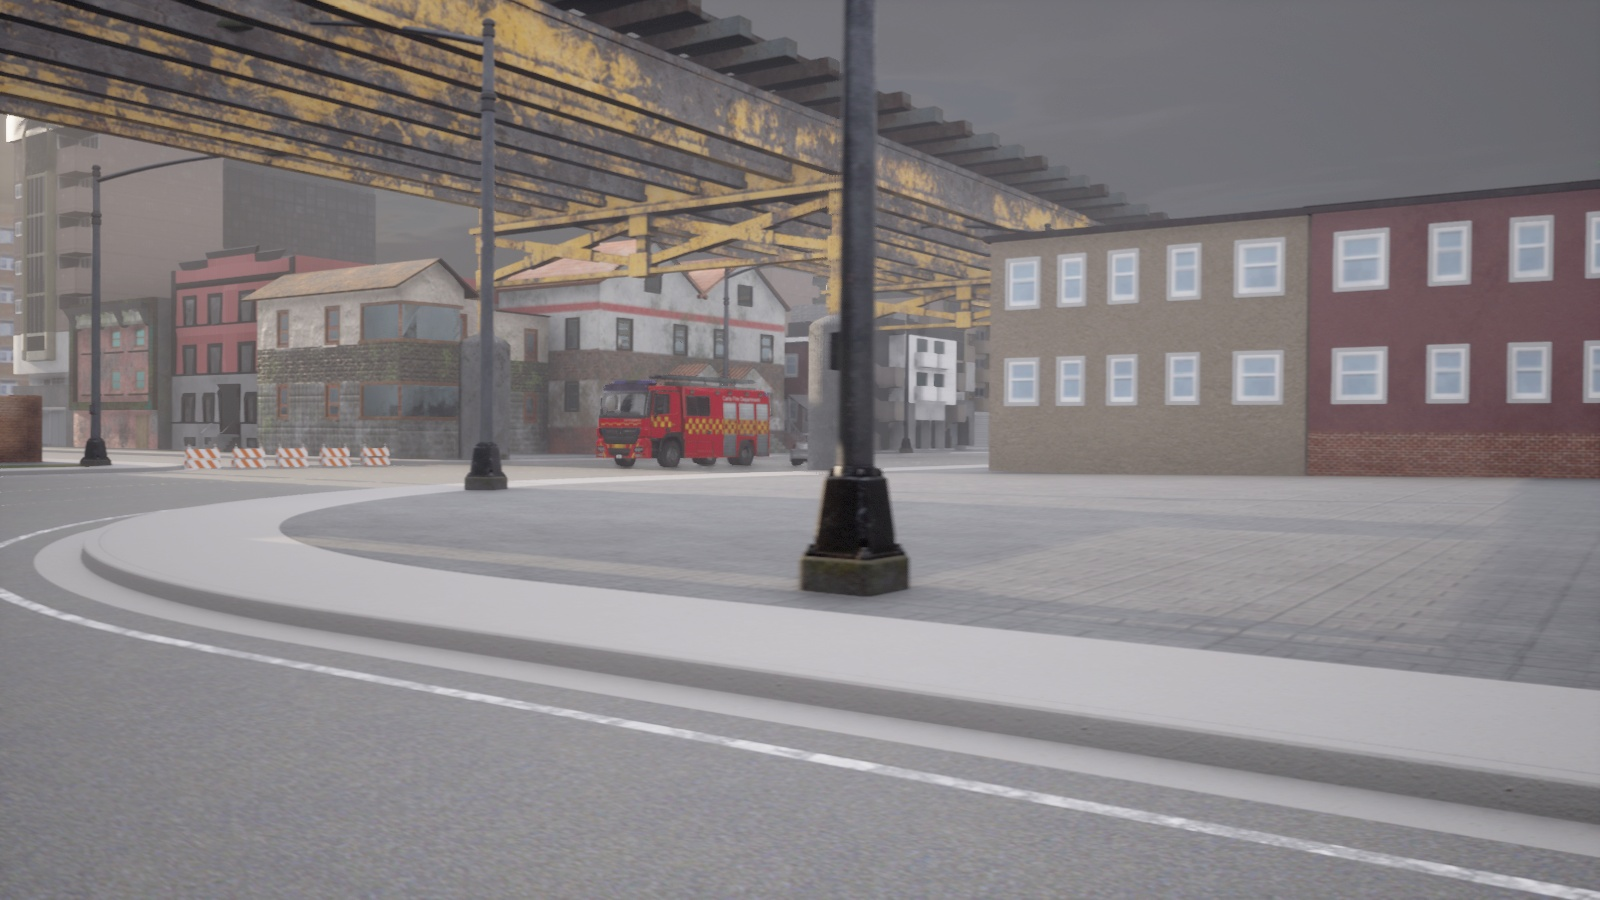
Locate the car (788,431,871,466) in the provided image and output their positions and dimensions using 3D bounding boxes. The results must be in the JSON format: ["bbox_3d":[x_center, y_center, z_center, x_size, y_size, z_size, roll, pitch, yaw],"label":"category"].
[{"bbox_3d":[1.358,-0.087,56.553,1.970,1.475,3.806,0,1,35],"label":"car"}]

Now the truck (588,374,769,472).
[{"bbox_3d":[-4.990,-1.119,53.576,2.891,3.827,8.468,0,1,35],"label":"truck"}]
